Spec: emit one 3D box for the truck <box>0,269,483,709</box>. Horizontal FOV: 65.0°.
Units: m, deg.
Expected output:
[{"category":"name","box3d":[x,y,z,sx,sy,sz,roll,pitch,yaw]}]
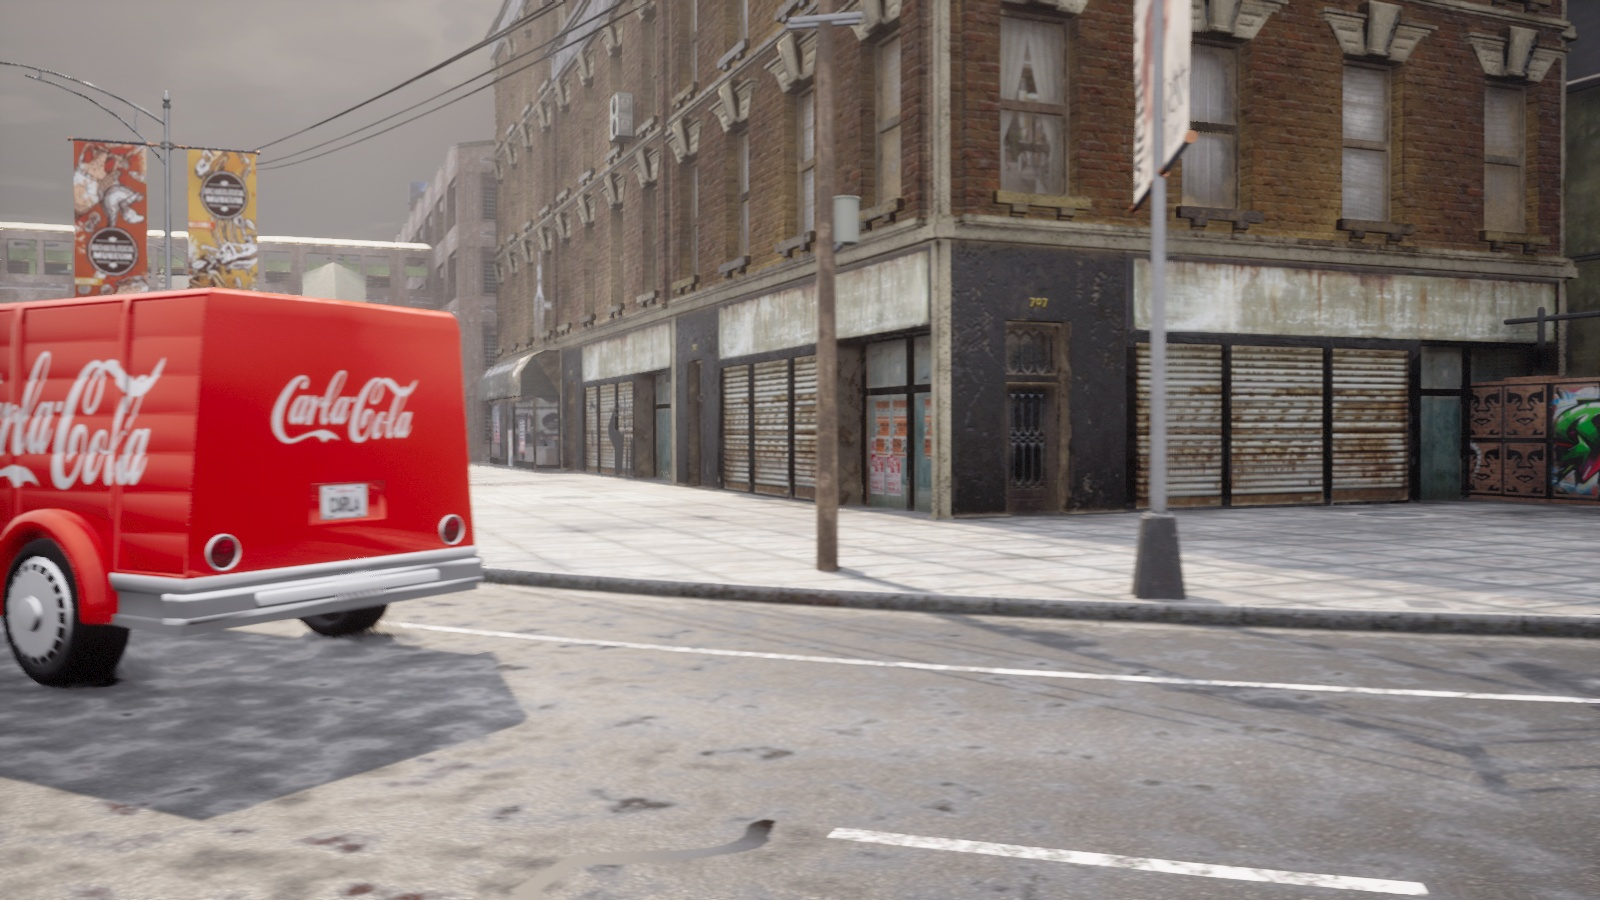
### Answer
[{"category":"truck","box3d":[-5.268,0.176,9.481,5.204,2.467,2.627,1,1,30]}]
